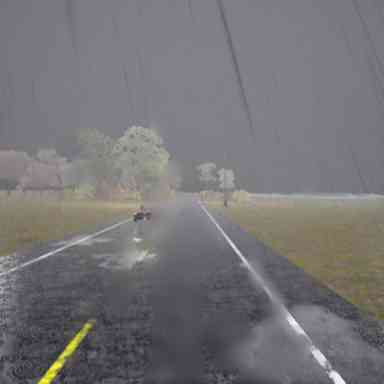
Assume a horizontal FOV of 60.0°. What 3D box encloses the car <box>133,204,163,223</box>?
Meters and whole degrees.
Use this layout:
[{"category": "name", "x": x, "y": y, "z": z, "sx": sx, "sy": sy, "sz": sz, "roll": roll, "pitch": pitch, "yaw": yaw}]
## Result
[{"category": "car", "x": -3.501, "y": 1.683, "z": 26.870, "sx": 1.895, "sy": 1.301, "sz": 4.718, "roll": 0, "pitch": 0, "yaw": 0}]
